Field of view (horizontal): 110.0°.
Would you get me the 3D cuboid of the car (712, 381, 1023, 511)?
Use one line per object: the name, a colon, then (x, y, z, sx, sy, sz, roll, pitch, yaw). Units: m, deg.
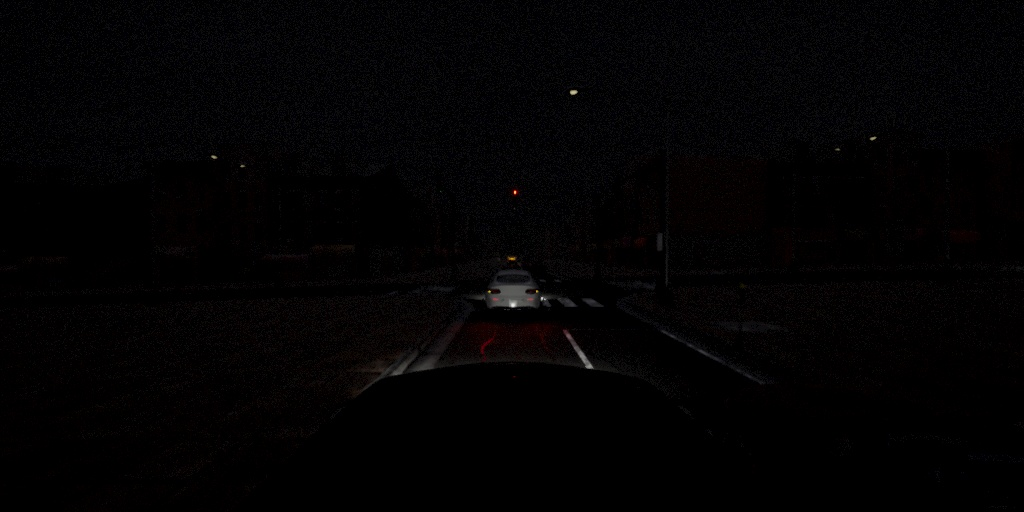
car: (2.638, 1.334, 1.513, 1.802, 1.307, 4.207, 0, 0, 0)

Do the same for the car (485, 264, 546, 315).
car: (0.050, 1.185, 12.917, 1.812, 1.442, 4.674, 0, 0, 0)

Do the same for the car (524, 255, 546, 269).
car: (2.621, 0.929, 38.853, 1.967, 1.591, 4.097, 0, 0, 0)

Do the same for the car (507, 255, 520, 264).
car: (0.024, 0.962, 64.097, 1.895, 1.301, 4.718, 0, 0, 0)

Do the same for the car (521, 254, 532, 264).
car: (2.619, 0.774, 44.255, 2.192, 1.841, 5.009, 0, 0, 0)
